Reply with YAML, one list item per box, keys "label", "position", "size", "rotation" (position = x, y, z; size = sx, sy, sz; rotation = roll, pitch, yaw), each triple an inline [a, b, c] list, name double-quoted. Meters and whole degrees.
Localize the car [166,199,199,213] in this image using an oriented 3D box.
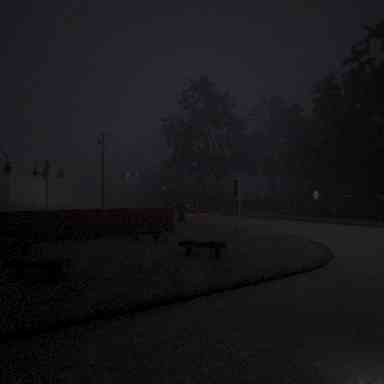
- label: "car"
  position: [-1.109, 1.526, 35.724]
  size: [1.812, 1.442, 4.674]
  rotation: [0, 0, -35]
